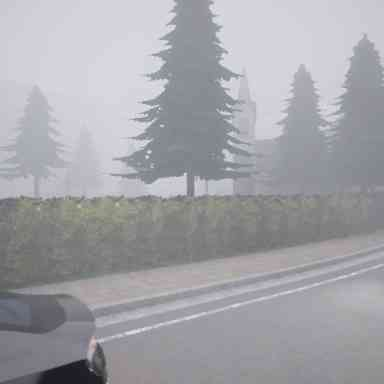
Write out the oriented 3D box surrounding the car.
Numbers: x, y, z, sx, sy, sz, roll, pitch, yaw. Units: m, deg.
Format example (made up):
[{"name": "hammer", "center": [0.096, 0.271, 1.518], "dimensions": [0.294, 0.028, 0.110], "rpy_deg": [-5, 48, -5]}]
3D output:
[{"name": "car", "center": [-2.990, 1.492, 1.993], "dimensions": [4.902, 1.511, 2.128], "rpy_deg": [0, 0, -34]}]
